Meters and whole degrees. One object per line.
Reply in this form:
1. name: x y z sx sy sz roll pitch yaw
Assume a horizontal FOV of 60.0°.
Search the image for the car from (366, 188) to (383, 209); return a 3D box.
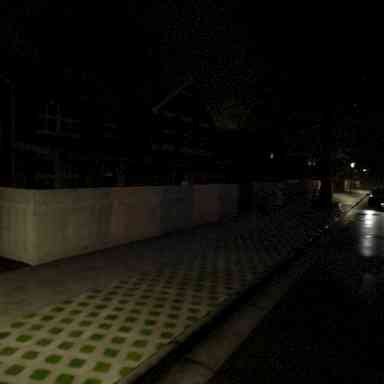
1. car: 14.456 0.499 25.158 1.837 1.490 4.892 4 4 30
